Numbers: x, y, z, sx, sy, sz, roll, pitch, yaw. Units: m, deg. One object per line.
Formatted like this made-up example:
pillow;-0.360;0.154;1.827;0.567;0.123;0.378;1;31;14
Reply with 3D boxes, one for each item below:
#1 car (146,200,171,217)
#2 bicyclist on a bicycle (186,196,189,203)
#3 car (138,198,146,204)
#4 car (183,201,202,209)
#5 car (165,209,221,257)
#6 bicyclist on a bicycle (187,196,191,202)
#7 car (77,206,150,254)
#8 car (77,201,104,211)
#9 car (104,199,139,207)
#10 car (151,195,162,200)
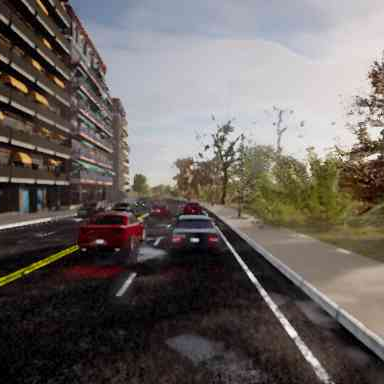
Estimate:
car;-3.170;1.782;33.585;1.994;1.385;4.181;0;0;0
bicyclist on a bicycle;-1.052;1.898;82.759;0.659;1.776;1.843;0;0;-4
car;-11.105;2.002;73.779;1.812;1.442;4.674;0;0;-3
car;0.074;1.703;34.665;1.882;1.535;5.008;0;0;0
car;0.097;1.633;13.335;2.033;1.411;5.357;0;0;0
bicyclist on a bicycle;-0.434;1.927;73.710;0.582;1.620;1.656;0;-1;-4
car;-3.156;1.566;13.886;1.882;1.535;5.008;0;0;0
car;-9.867;1.719;32.928;1.837;1.490;4.892;0;0;0
car;-6.614;1.712;31.827;1.837;1.490;4.892;0;0;0
car;-7.835;1.700;73.553;2.150;2.045;5.566;0;0;-3
